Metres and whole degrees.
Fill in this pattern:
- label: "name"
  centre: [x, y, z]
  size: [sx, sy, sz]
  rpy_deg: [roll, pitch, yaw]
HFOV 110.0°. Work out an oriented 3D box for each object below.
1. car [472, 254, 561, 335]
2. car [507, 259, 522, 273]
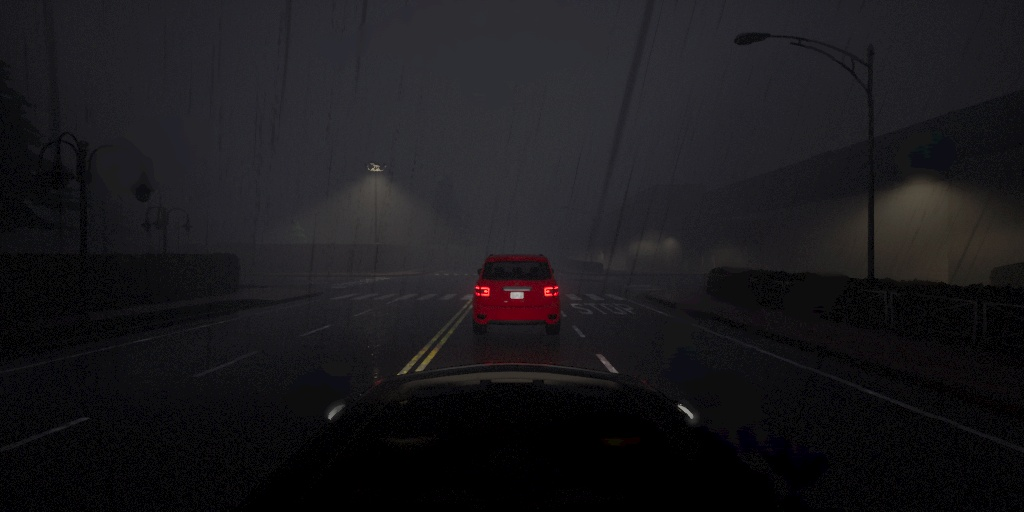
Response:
- label: "car"
  centre: [0.115, 0.971, 10.677]
  size: [2.150, 2.045, 5.566]
  rpy_deg: [0, 0, 0]
- label: "car"
  centre: [0.325, 1.228, 45.534]
  size: [1.882, 1.535, 5.008]
  rpy_deg: [0, 0, 1]
